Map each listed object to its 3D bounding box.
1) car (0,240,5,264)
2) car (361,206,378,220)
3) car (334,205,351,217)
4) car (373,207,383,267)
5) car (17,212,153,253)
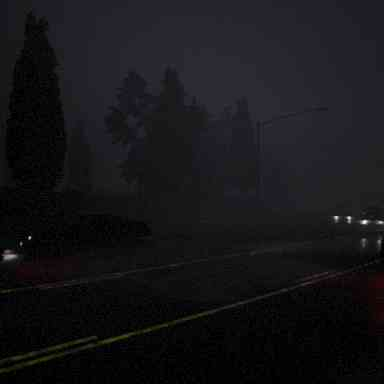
[{"bbox_3d":[-7.114,1.492,7.662,4.902,1.511,2.128,0,0,-36],"label":"car"},{"bbox_3d":[19.067,2.208,35.061,1.812,1.442,4.674,0,-1,32],"label":"car"},{"bbox_3d":[19.328,2.376,42.738,1.812,1.442,4.674,0,-1,24],"label":"car"},{"bbox_3d":[7.832,1.460,10.569,4.553,1.767,2.097,1,-1,-42],"label":"car"},{"bbox_3d":[-4.293,1.564,14.085,5.357,1.411,2.033,1,0,-39],"label":"car"}]
